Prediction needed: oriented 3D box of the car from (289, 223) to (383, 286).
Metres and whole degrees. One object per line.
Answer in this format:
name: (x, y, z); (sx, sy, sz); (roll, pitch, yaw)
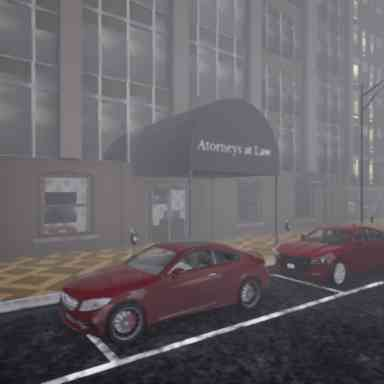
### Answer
car: (4.311, 1.629, 9.638); (4.507, 1.381, 1.887); (1, -1, -35)

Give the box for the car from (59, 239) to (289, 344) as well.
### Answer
car: (-0.283, 1.614, 6.364); (4.206, 1.307, 1.802); (1, -1, -35)
